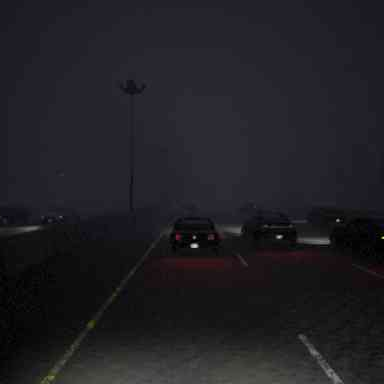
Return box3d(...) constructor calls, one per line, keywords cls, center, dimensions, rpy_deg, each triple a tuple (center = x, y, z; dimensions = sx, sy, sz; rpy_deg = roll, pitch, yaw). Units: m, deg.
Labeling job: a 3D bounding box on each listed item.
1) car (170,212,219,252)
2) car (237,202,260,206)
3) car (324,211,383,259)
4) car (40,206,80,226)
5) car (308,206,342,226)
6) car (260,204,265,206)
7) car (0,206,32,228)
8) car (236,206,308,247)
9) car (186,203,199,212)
box3d(cls="car", center=(0.097, 1.764, 14.743), dimensions=(1.895, 1.301, 4.718), rpy_deg=(0, -1, 0))
box3d(cls="car", center=(7.091, 2.086, 43.737), dimensions=(2.097, 1.767, 4.553), rpy_deg=(0, -1, 0))
box3d(cls="car", center=(7.097, 1.665, 13.010), dimensions=(1.812, 1.442, 4.674), rpy_deg=(0, -1, 0))
box3d(cls="car", center=(-10.578, 1.891, 27.097), dimensions=(1.812, 1.442, 4.674), rpy_deg=(0, -1, 0))
box3d(cls="car", center=(10.594, 1.860, 26.557), dimensions=(1.837, 1.490, 4.892), rpy_deg=(0, -1, 0))
box3d(cls="car", center=(10.588, 2.560, 53.058), dimensions=(1.895, 1.301, 4.718), rpy_deg=(0, -2, 0))
box3d(cls="car", center=(-14.083, 1.823, 25.285), dimensions=(2.128, 1.511, 4.902), rpy_deg=(0, -1, 0))
box3d(cls="car", center=(3.597, 1.677, 16.133), dimensions=(2.128, 1.511, 4.902), rpy_deg=(0, -1, 0))
box3d(cls="car", center=(0.086, 2.530, 53.354), dimensions=(1.812, 1.442, 4.674), rpy_deg=(0, -2, 0))
